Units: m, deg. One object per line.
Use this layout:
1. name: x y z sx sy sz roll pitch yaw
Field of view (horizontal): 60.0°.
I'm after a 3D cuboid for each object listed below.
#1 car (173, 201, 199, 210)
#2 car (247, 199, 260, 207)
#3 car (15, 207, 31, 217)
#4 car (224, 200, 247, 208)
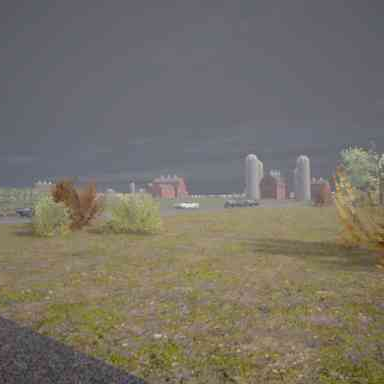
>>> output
1. car: -0.954 2.126 53.134 1.895 1.301 4.718 -1 -1 36
2. car: 11.487 2.171 64.283 1.812 1.442 4.674 -1 -1 36
3. car: -14.927 1.812 33.768 2.033 1.411 5.357 -1 -1 36
4. car: 7.343 2.091 58.468 1.812 1.442 4.674 -1 -1 36
